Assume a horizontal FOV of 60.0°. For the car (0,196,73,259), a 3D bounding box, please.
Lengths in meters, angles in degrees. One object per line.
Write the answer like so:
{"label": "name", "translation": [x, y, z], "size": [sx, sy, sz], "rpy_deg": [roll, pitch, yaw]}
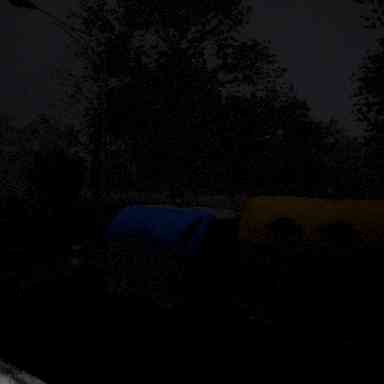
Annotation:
{"label": "car", "translation": [-5.942, 1.156, 10.055], "size": [2.435, 2.045, 5.566], "rpy_deg": [0, 0, 14]}
